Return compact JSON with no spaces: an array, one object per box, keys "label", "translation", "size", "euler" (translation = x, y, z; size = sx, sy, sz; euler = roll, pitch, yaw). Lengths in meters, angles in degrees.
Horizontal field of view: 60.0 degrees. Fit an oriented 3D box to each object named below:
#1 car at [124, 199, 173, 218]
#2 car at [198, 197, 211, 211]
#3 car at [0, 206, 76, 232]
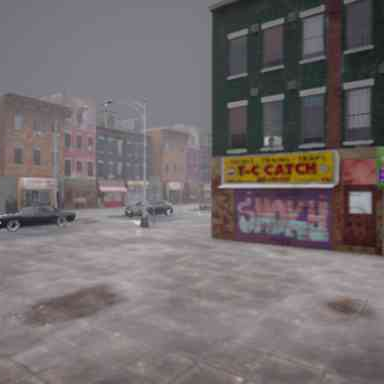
[{"label":"car","translation":[-3.555,1.356,28.033],"size":[1.837,1.490,4.892],"euler":[0,1,35]},{"label":"car","translation":[2.582,1.302,36.668],"size":[1.837,1.490,4.892],"euler":[0,0,35]},{"label":"car","translation":[-9.448,1.505,19.737],"size":[1.895,1.301,4.718],"euler":[0,1,35]}]
